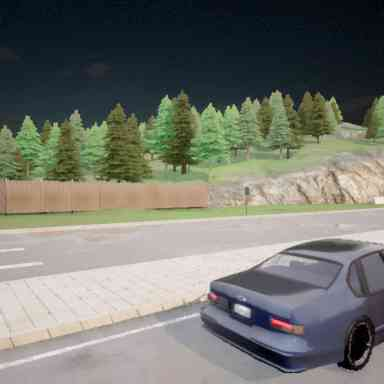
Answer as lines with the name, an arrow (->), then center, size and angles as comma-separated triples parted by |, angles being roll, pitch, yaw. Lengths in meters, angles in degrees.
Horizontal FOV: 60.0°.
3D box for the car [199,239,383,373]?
car -> 2.675, 1.547, 5.654 | 5.357, 1.411, 2.033 | 0, 0, -35
